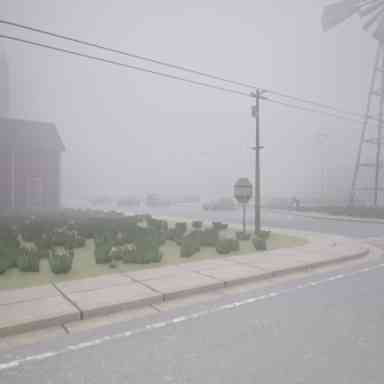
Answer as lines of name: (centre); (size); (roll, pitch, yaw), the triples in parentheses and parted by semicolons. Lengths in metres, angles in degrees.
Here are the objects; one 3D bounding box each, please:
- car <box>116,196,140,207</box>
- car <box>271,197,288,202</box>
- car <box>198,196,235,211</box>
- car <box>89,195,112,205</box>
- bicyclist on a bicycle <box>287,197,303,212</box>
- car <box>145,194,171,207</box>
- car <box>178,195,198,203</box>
car: (-9.531, 1.348, 49.448); (2.097, 1.767, 4.553); (0, 0, -36)
car: (12.858, 1.513, 48.449); (3.905, 1.438, 1.784); (0, 0, -36)
car: (3.185, 1.501, 39.884); (4.193, 1.474, 1.816); (0, 0, -36)
car: (-15.532, 1.488, 57.459); (2.128, 1.511, 4.902); (0, 0, -37)
bicyclist on a bicycle: (10.627, 1.295, 34.282); (1.656, 1.620, 0.582); (0, 0, -2)
car: (-5.241, 1.308, 50.424); (3.866, 1.878, 1.905); (0, 0, -36)
car: (-0.571, 1.303, 66.477); (4.605, 1.855, 1.932); (0, 0, -36)
